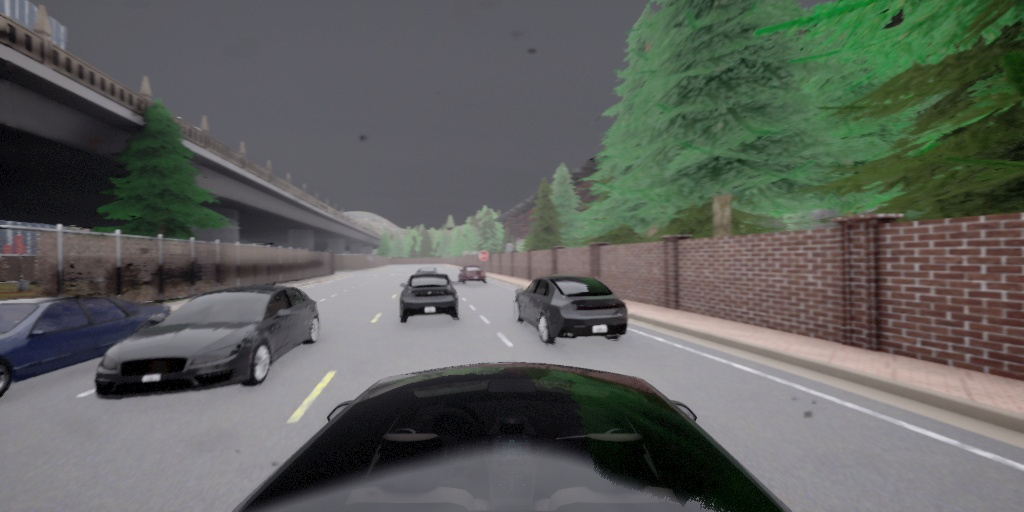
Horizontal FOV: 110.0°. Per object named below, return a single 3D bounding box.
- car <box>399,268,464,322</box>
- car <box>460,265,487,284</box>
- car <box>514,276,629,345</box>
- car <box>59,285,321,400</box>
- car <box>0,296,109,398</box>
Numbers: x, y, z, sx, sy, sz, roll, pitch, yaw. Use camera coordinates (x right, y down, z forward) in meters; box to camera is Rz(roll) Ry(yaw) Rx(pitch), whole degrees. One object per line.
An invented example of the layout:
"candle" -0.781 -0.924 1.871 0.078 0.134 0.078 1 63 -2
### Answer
"car" -2.972 1.366 12.979 1.837 1.490 4.892 -1 0 -13
"car" -3.254 1.477 29.224 1.812 1.442 4.674 -1 0 -14
"car" 1.321 1.273 9.743 1.837 1.490 4.892 -1 0 -12
"car" -5.300 1.377 7.080 1.837 1.490 4.892 -1 0 -13
"car" -8.761 1.478 6.532 2.033 1.411 5.357 -1 0 -13
